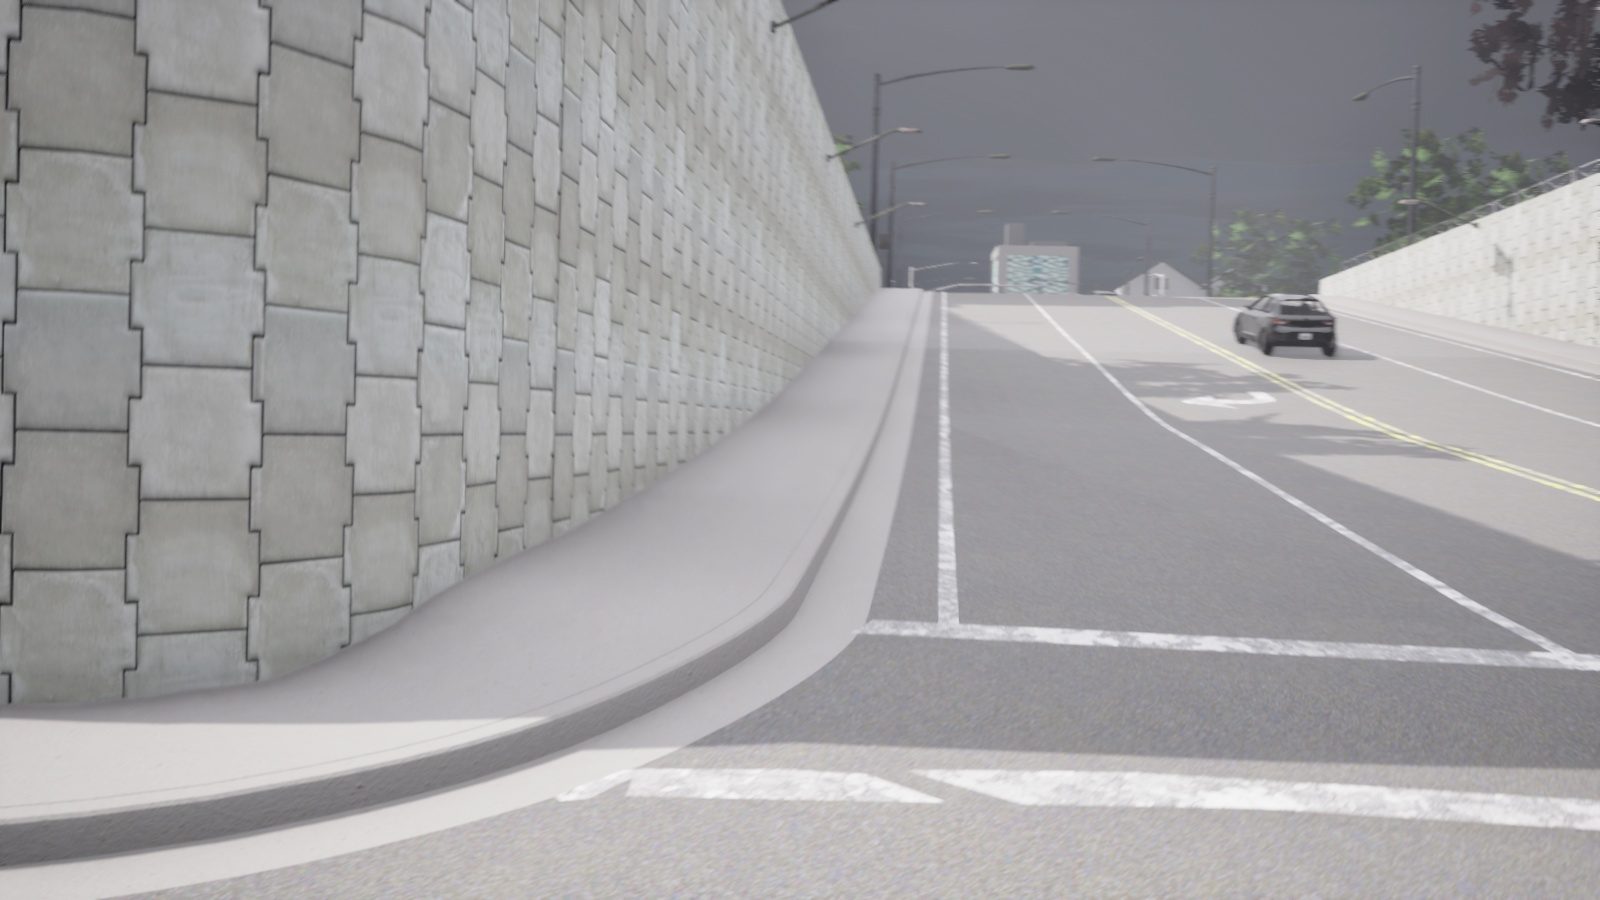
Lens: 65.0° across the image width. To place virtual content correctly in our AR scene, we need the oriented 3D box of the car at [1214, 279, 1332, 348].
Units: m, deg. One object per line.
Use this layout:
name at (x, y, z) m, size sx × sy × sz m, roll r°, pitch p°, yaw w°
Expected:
car at (12.296, -3.631, 32.938) m, size 1.816 × 1.474 × 4.193 m, roll 1°, pitch 11°, yaw 6°
